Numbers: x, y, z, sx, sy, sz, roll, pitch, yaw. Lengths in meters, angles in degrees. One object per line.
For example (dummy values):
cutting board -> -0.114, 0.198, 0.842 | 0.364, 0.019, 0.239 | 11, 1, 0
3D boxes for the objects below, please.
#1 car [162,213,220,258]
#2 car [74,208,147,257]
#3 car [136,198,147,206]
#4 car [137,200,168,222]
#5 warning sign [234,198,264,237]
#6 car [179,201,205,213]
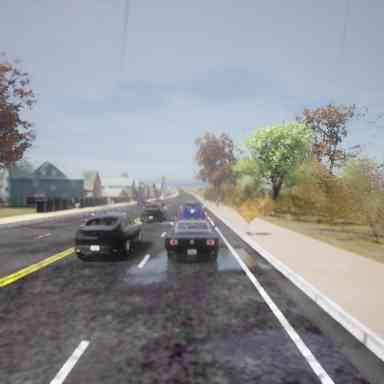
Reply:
car -> 0.027, 1.714, 13.242 | 1.895, 1.301, 4.718 | 0, 0, 0
car -> -3.220, 1.622, 13.534 | 1.837, 1.490, 4.892 | 0, 0, 1
car -> -9.729, 2.030, 65.298 | 1.837, 1.490, 4.892 | 0, 0, 0
car -> -3.212, 1.745, 28.528 | 1.837, 1.490, 4.892 | 0, 0, 0
warning sign -> 2.890, 1.260, 16.946 | 1.300, 1.860, 1.060 | 2, 1, 0
car -> 0.037, 1.589, 28.415 | 2.097, 1.767, 4.553 | 0, -1, 0
